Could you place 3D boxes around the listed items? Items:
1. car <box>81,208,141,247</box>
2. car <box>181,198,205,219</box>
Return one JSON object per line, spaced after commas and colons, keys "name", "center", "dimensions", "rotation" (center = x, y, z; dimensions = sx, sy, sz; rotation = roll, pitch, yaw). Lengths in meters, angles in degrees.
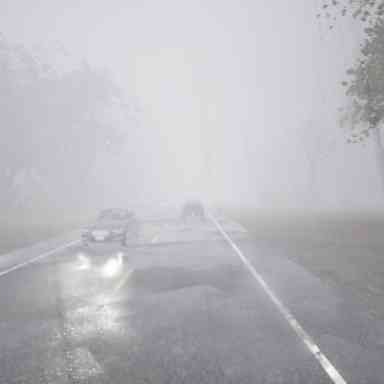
{"name": "car", "center": [-3.506, 1.499, 15.157], "dimensions": [2.128, 1.511, 4.902], "rotation": [0, 0, 0]}
{"name": "car", "center": [0.099, 1.516, 29.475], "dimensions": [1.837, 1.490, 4.892], "rotation": [0, 0, 0]}
